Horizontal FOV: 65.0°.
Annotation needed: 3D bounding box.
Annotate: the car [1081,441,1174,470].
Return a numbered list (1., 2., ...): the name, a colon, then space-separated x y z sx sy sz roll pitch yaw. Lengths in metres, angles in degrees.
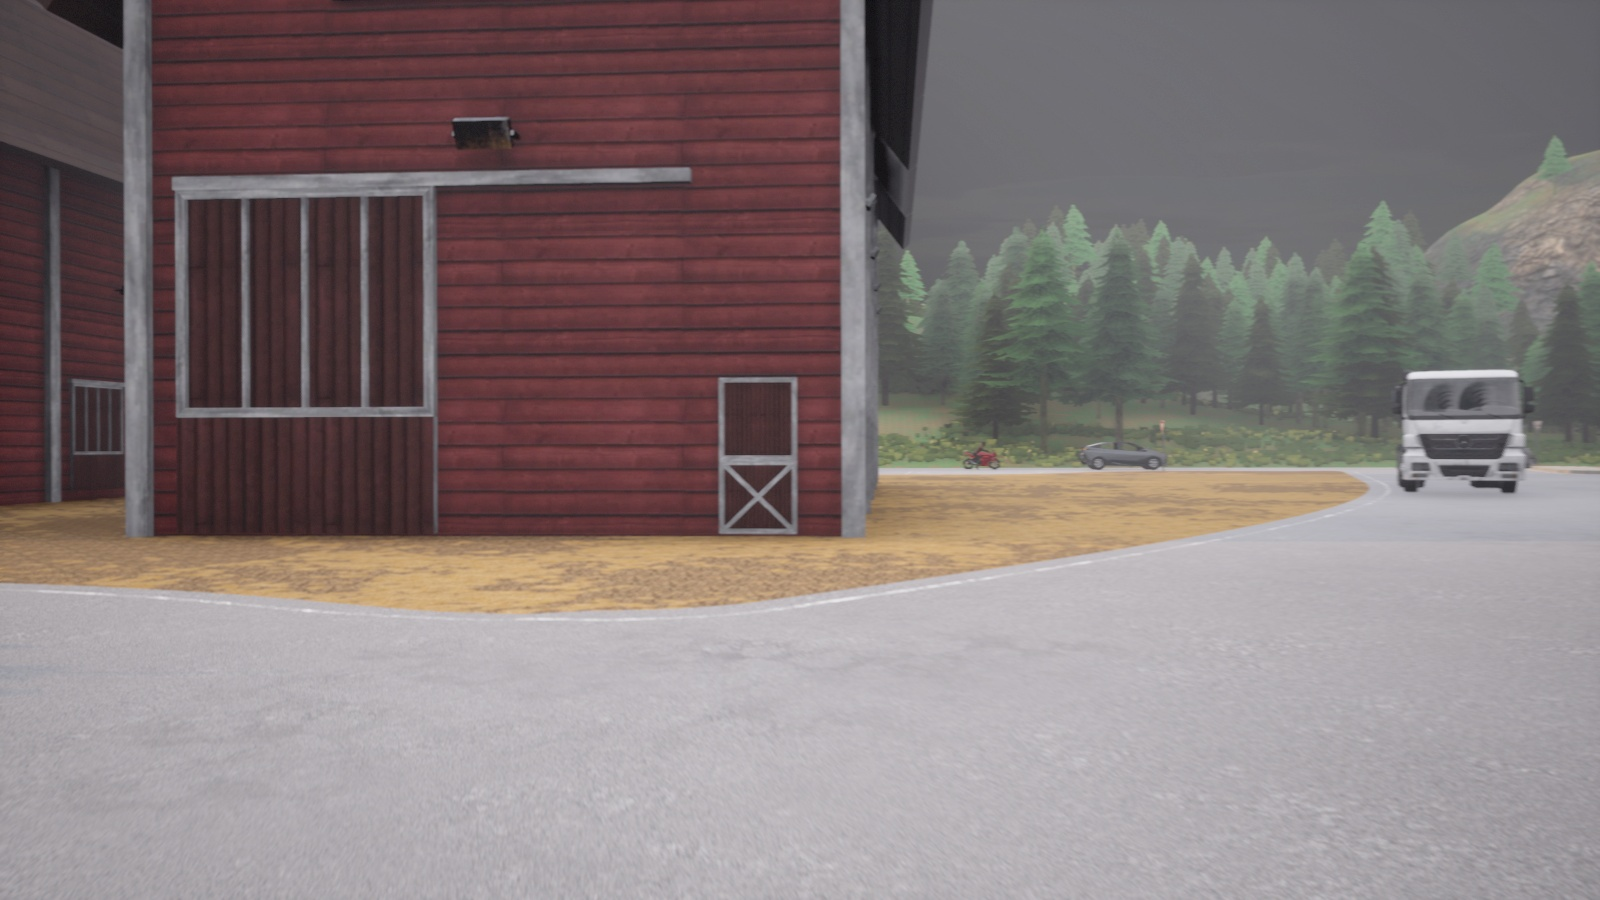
1. car: 17.339 0.283 66.612 4.514 1.525 2.007 0 0 5

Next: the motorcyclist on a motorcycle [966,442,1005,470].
1. motorcyclist on a motorcycle: 9.918 0.325 67.233 2.044 1.523 0.797 0 0 5

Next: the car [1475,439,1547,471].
1. car: 35.783 0.272 63.204 3.633 1.501 1.845 1 -1 -37

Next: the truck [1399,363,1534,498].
1. truck: 19.182 -0.547 36.582 2.891 3.462 7.936 0 1 24
